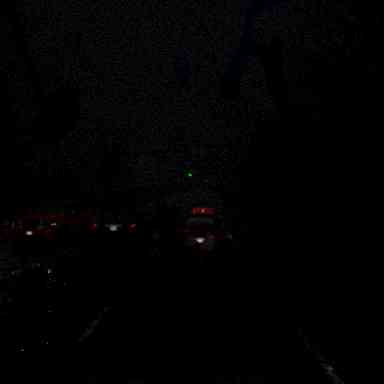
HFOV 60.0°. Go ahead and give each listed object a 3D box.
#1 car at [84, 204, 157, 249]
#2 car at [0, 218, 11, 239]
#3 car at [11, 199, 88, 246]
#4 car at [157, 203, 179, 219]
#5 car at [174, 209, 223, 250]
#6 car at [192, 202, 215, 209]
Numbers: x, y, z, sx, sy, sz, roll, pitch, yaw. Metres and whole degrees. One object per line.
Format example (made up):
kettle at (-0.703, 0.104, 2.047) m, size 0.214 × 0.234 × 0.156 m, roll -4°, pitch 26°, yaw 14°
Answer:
car at (-3.102, 1.522, 15.501) m, size 2.097 × 1.767 × 4.553 m, roll 0°, pitch -1°, yaw 2°
car at (-10.342, 1.631, 14.443) m, size 1.882 × 1.535 × 5.008 m, roll 0°, pitch -1°, yaw 2°
car at (-6.775, 1.403, 16.792) m, size 2.150 × 2.045 × 5.566 m, roll 0°, pitch -1°, yaw 2°
car at (-2.354, 1.843, 33.197) m, size 1.882 × 1.535 × 5.008 m, roll 0°, pitch -1°, yaw 3°
car at (0.381, 1.693, 15.019) m, size 1.812 × 1.442 × 4.674 m, roll 0°, pitch -1°, yaw 2°
car at (1.072, 1.703, 31.632) m, size 2.097 × 1.767 × 4.553 m, roll 0°, pitch -1°, yaw 3°
